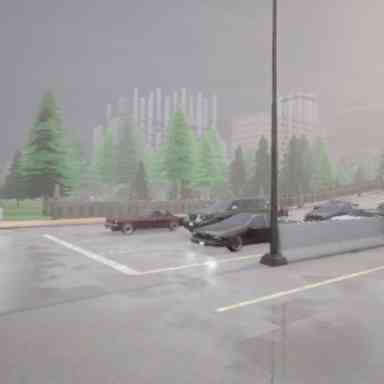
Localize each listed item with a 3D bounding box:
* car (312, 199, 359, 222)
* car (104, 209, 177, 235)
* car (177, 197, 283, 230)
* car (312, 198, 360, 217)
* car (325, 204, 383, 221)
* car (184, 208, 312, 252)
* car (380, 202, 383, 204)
[{"bbox_3d":[10.553,1.536,24.351,5.357,1.411,2.033,-2,1,-35],"label":"car"},{"bbox_3d":[-2.620,1.660,19.340,4.718,1.301,1.895,0,0,-34],"label":"car"},{"bbox_3d":[2.215,1.295,18.435,5.566,2.045,2.150,0,0,-35],"label":"car"},{"bbox_3d":[13.302,1.348,30.600,4.718,1.301,1.895,-4,2,-35],"label":"car"},{"bbox_3d":[10.357,1.655,19.934,4.718,1.301,1.895,-1,1,-35],"label":"car"},{"bbox_3d":[2.551,1.609,14.389,5.357,1.411,2.033,0,0,-35],"label":"car"},{"bbox_3d":[18.756,1.047,30.144,4.181,1.385,1.994,-5,3,-34],"label":"car"}]
